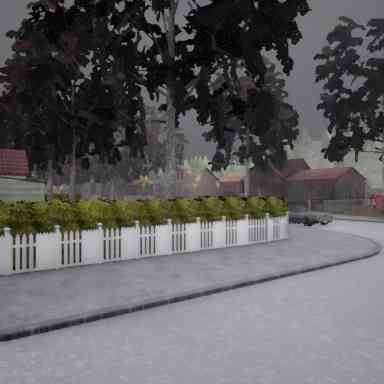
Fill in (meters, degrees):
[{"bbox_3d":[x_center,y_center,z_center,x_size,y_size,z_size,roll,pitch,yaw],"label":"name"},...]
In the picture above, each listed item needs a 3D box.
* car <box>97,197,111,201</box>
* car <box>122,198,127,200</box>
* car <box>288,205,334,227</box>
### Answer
[{"bbox_3d":[-17.267,1.564,64.464,1.994,1.385,4.181,0,0,-36],"label":"car"},{"bbox_3d":[-8.827,1.563,45.433,1.994,1.385,4.181,0,0,-35],"label":"car"},{"bbox_3d":[7.209,1.600,22.912,1.895,1.301,4.718,0,0,-35],"label":"car"}]
